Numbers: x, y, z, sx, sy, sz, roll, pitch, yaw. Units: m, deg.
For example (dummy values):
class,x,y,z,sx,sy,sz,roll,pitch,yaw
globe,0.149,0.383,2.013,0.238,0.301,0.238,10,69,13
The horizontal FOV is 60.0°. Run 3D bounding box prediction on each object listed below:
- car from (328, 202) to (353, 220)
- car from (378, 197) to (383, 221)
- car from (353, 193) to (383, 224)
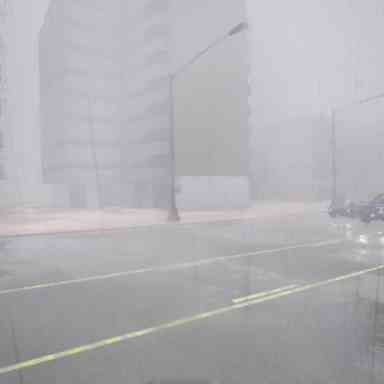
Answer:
class,x,y,z,sx,sy,sz,roll,pitch,yaw
car,12.686,1.405,25.965,4.718,1.301,1.895,-2,1,-36
car,7.727,1.205,9.274,5.566,2.045,2.150,0,0,-36
car,13.437,1.058,22.201,5.566,2.045,2.150,-1,1,-36
